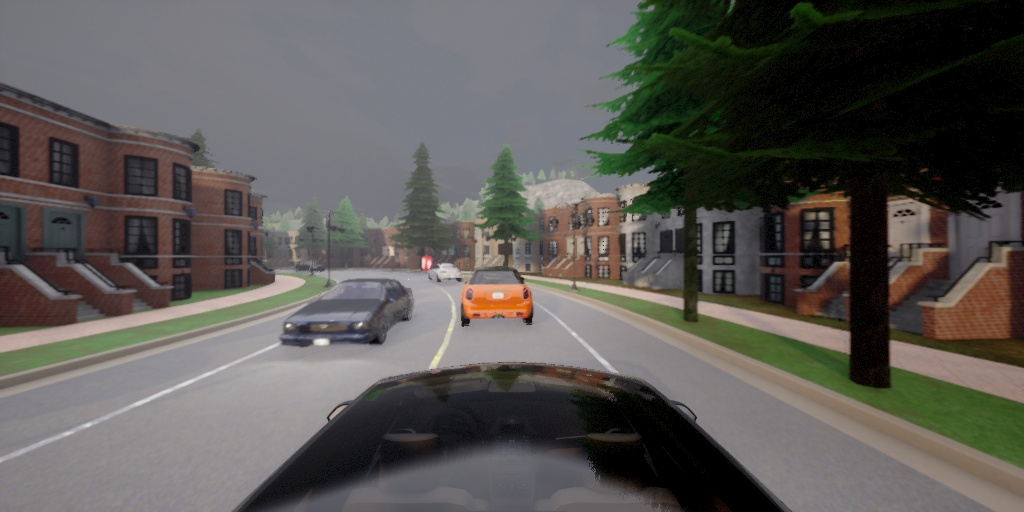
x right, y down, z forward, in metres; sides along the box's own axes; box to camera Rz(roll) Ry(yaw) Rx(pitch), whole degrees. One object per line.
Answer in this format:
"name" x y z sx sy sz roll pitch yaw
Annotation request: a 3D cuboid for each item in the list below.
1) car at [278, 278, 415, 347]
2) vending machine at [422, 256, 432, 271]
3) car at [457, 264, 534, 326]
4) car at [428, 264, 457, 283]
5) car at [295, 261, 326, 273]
"car" -3.950 1.321 9.740 2.033 1.411 5.357 0 0 -4
"vending machine" -10.895 1.039 46.033 1.100 2.100 0.880 0 0 -44
"car" -0.602 1.117 12.039 2.097 1.767 4.553 0 0 -6
"car" -5.486 1.329 28.993 1.812 1.442 4.674 0 0 -25
"car" -26.303 1.403 46.767 4.892 1.490 1.837 -1 -1 32
